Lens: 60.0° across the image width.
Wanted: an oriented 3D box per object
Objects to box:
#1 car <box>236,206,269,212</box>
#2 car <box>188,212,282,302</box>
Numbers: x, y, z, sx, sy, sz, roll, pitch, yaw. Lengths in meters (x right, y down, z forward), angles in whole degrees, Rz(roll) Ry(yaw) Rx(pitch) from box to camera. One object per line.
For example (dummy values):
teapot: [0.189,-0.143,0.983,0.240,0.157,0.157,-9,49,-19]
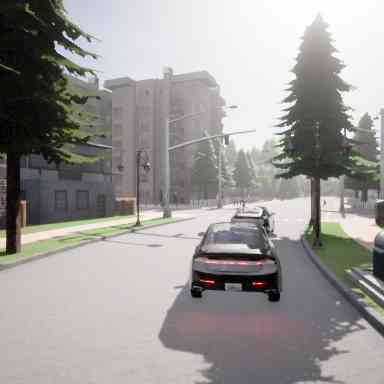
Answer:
car: [3.242,1.491,17.473,2.128,1.511,4.902,0,0,18]
car: [1.111,1.492,8.367,2.128,1.511,4.902,0,0,9]
